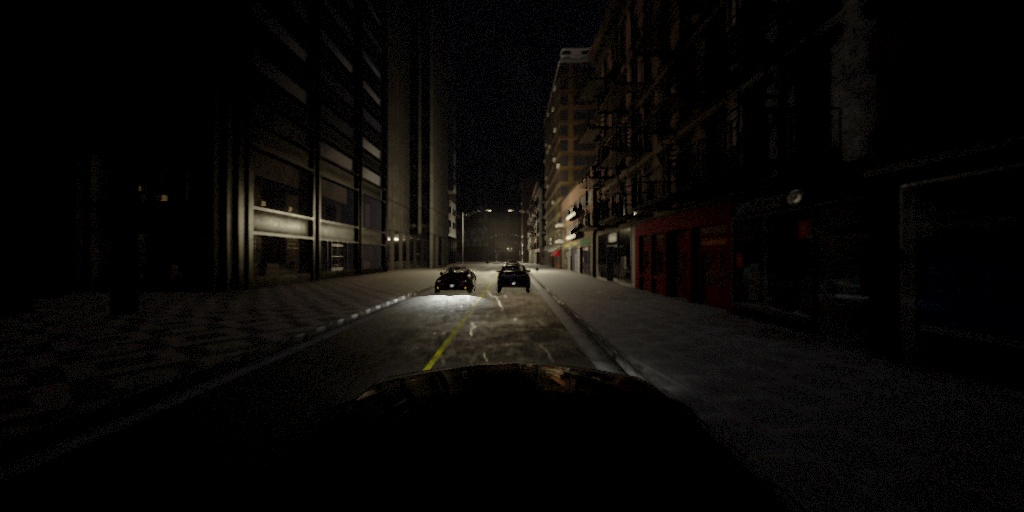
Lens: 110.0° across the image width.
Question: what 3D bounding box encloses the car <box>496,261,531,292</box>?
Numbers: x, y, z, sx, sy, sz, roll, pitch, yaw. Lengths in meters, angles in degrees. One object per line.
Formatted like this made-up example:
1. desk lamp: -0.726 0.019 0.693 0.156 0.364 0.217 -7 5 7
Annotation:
1. car: 0.094 1.253 21.584 2.128 1.511 4.902 0 0 0

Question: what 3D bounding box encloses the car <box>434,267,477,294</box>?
1. car: -3.086 1.323 20.348 1.994 1.385 4.181 0 0 0
